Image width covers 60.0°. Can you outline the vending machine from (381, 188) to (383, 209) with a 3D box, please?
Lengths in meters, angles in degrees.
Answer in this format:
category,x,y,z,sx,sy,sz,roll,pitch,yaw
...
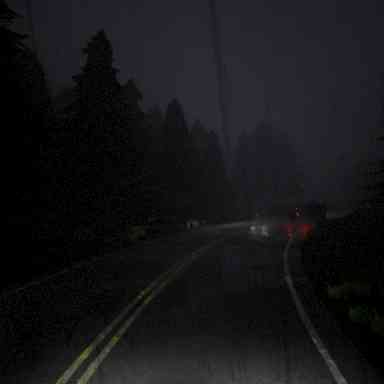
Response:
category,x,y,z,sx,sy,sz,roll,pitch,yaw
vending machine,19.145,0.680,32.094,0.880,2.100,1.100,5,-12,-42

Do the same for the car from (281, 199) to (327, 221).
category,x,y,z,sx,sy,sz,roll,pitch,yaw
car,9.160,1.405,26.105,2.128,1.511,4.902,-4,-2,37

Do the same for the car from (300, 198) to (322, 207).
category,x,y,z,sx,sy,sz,roll,pitch,yaw
car,23.742,2.117,66.584,1.837,1.490,4.892,1,-6,-10

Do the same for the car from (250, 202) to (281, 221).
category,x,y,z,sx,sy,sz,roll,pitch,yaw
car,6.675,1.589,28.455,2.128,1.511,4.902,-4,-2,38

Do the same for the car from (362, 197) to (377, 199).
category,x,y,z,sx,sy,sz,roll,pitch,yaw
car,21.188,1.154,39.590,1.812,1.442,4.674,-3,-2,36
